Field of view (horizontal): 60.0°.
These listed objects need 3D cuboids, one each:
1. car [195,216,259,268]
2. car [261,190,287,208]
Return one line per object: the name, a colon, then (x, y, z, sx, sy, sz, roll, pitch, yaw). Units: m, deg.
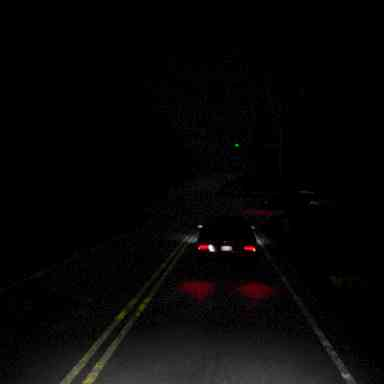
car: (1.141, 1.503, 11.141, 2.033, 1.411, 5.357, 1, 0, 6)
car: (8.309, 0.535, 29.234, 5.008, 1.535, 1.882, -5, 5, -33)
